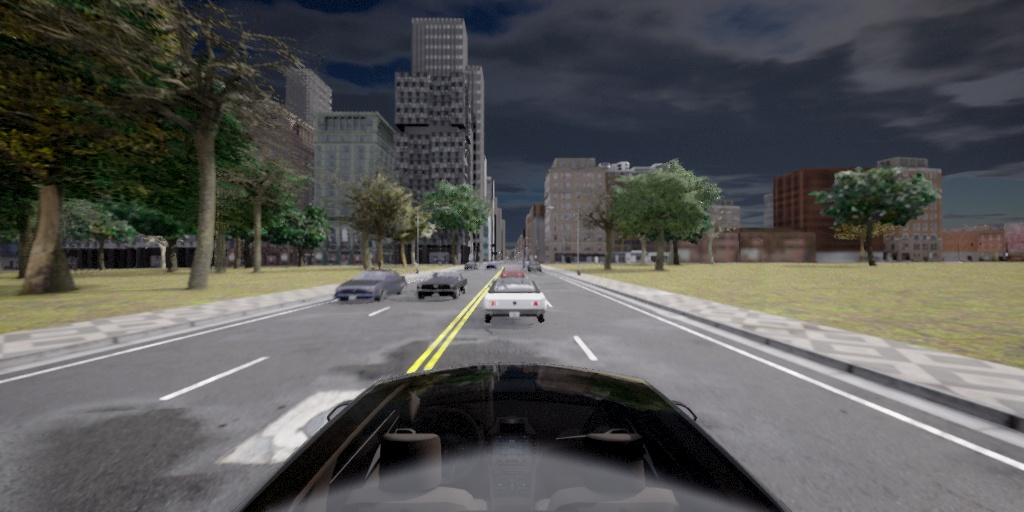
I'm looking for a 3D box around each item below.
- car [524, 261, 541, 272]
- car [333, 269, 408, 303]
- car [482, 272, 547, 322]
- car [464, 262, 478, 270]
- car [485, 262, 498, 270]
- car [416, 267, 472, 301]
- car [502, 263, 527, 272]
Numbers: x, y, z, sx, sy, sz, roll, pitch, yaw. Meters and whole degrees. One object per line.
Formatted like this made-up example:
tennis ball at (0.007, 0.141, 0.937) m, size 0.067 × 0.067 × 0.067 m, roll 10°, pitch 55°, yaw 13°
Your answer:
car at (3.236, 1.531, 52.919) m, size 2.128 × 1.511 × 4.902 m, roll 0°, pitch 0°, yaw 0°
car at (-6.636, 1.368, 17.585) m, size 2.033 × 1.411 × 5.357 m, roll 0°, pitch 0°, yaw 0°
car at (0.074, 1.404, 12.515) m, size 1.895 × 1.301 × 4.718 m, roll 0°, pitch 0°, yaw 0°
car at (-6.659, 1.615, 59.216) m, size 2.033 × 1.411 × 5.357 m, roll 0°, pitch 0°, yaw 1°
car at (-3.409, 1.681, 60.460) m, size 1.895 × 1.301 × 4.718 m, roll 0°, pitch 0°, yaw 0°
car at (-3.389, 1.428, 18.125) m, size 1.895 × 1.301 × 4.718 m, roll 0°, pitch 0°, yaw 0°
car at (0.035, 1.500, 30.617) m, size 1.895 × 1.301 × 4.718 m, roll 0°, pitch 0°, yaw 0°
